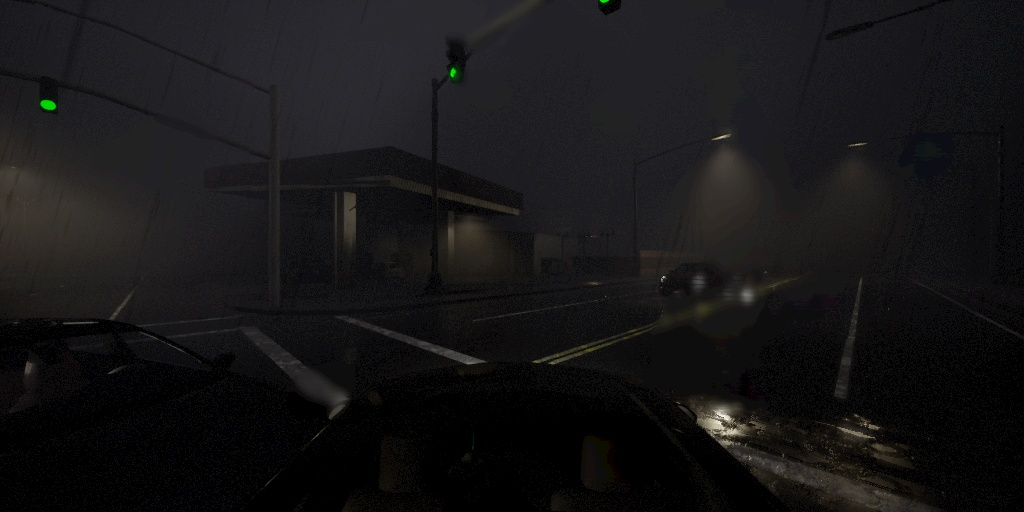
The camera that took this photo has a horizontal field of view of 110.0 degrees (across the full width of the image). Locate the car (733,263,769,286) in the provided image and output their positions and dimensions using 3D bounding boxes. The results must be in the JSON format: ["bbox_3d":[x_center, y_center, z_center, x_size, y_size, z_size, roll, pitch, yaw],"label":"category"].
[{"bbox_3d":[16.410,1.314,25.370,1.994,1.385,4.181,0,0,44],"label":"car"}]

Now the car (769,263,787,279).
[{"bbox_3d":[23.484,1.314,32.494,1.994,1.385,4.181,0,0,45],"label":"car"}]

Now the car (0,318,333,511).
[{"bbox_3d":[-3.443,1.242,2.419,4.902,1.511,2.128,0,0,14],"label":"car"}]

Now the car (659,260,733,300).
[{"bbox_3d":[9.173,1.101,18.017,2.097,1.767,4.553,0,0,45],"label":"car"}]
